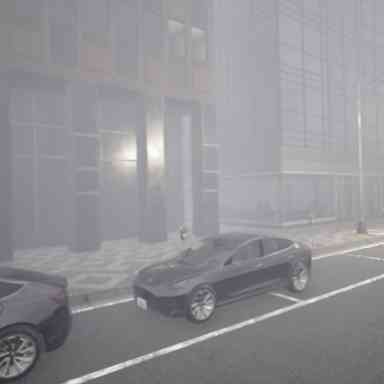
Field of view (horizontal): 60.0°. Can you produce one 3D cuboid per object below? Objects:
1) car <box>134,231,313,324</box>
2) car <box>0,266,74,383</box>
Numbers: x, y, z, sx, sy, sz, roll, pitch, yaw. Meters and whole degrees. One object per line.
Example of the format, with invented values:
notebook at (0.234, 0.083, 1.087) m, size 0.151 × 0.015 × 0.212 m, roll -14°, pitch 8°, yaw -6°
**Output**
car at (0.860, 1.594, 7.262) m, size 4.313 × 1.339 × 1.947 m, roll -1°, pitch -1°, yaw -36°
car at (-3.679, 1.676, 3.982) m, size 4.313 × 1.339 × 1.947 m, roll -1°, pitch -1°, yaw -36°
